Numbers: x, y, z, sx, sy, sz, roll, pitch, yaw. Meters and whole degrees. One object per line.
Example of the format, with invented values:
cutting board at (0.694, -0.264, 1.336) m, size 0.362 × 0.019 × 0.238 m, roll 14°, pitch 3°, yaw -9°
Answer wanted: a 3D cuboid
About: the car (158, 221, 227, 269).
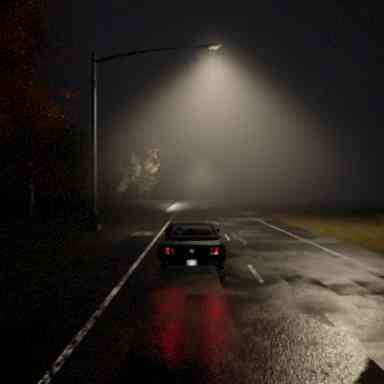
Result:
car at (0.004, 1.606, 11.125) m, size 1.895 × 1.301 × 4.718 m, roll 0°, pitch 0°, yaw 0°
